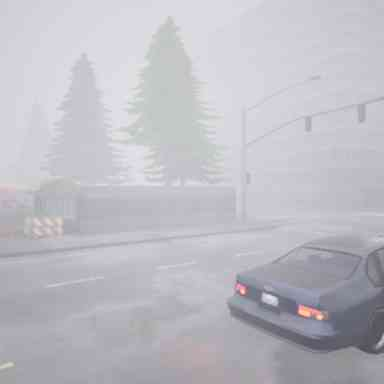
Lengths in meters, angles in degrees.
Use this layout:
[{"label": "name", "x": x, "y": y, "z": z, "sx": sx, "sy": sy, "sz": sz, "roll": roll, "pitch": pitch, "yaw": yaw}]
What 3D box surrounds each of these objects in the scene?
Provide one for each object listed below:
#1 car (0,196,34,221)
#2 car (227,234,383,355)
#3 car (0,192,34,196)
[{"label": "car", "x": -12.156, "y": 1.317, "z": 22.445, "sx": 3.988, "sy": 1.617, "sz": 1.851, "roll": -1, "pitch": 0, "yaw": -35}, {"label": "car", "x": 3.120, "y": 1.501, "z": 6.011, "sx": 5.357, "sy": 1.411, "sz": 2.033, "roll": -1, "pitch": 0, "yaw": -35}, {"label": "car", "x": -14.190, "y": 1.143, "z": 26.490, "sx": 4.605, "sy": 1.855, "sz": 1.932, "roll": -1, "pitch": 0, "yaw": -35}]
